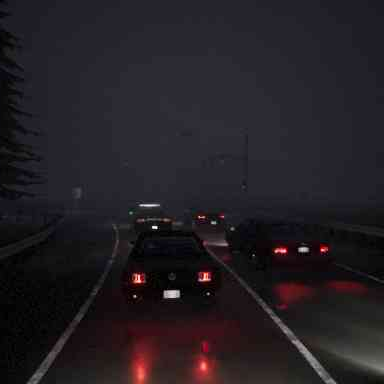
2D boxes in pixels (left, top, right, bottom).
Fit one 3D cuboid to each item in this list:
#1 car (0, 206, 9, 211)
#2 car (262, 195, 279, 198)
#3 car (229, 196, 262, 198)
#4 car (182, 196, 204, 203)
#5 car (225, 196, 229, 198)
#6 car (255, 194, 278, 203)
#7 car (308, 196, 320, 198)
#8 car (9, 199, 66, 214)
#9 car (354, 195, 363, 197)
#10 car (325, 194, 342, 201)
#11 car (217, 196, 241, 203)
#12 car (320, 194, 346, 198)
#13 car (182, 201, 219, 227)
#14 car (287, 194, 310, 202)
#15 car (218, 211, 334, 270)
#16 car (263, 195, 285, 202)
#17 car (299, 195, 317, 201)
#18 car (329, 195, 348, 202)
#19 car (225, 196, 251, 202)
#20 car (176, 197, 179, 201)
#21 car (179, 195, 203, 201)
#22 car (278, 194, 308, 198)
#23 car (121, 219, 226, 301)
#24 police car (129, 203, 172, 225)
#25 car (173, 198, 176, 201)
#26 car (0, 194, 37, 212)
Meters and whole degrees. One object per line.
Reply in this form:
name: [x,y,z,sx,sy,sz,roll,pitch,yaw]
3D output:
car: [-19.124,1.605,36.641,4.718,1.301,1.895,0,0,-21]
car: [17.764,1.540,69.334,5.357,1.411,2.033,0,0,-21]
car: [10.105,1.505,62.795,4.892,1.490,1.837,0,0,-20]
car: [0.291,1.553,70.236,4.181,1.385,1.994,0,0,-21]
car: [8.935,1.526,66.064,4.674,1.442,1.812,0,0,-20]
car: [16.178,1.355,72.477,4.553,1.767,2.097,0,0,-21]
car: [27.821,1.540,73.277,5.357,1.411,2.033,0,0,-23]
car: [-15.597,1.484,34.229,5.008,1.535,1.882,0,0,-21]
car: [40.543,1.540,80.807,5.357,1.411,2.033,0,0,-35]
car: [36.953,1.325,86.864,4.553,1.767,2.097,0,0,-35]
car: [7.757,1.524,69.307,4.674,1.442,1.812,0,0,-21]
car: [30.315,1.478,70.584,5.008,1.535,1.882,0,0,-23]
car: [0.666,1.526,20.513,1.812,1.442,4.674,0,0,-13]
car: [24.234,1.355,75.560,4.553,1.767,2.097,0,0,-21]
car: [2.535,1.547,11.113,2.033,1.411,5.357,0,0,-8]
car: [19.096,1.500,77.316,4.892,1.490,1.837,0,0,-21]
car: [28.359,1.553,81.313,4.181,1.385,1.994,0,0,-27]
car: [36.156,1.525,81.914,4.902,1.511,2.128,0,0,-35]
car: [10.255,1.540,73.987,5.357,1.411,2.033,0,0,-21]
car: [-0.096,1.352,62.715,4.553,1.767,2.097,0,0,-22]
car: [0.463,1.564,59.185,4.181,1.385,1.994,0,0,-21]
car: [20.270,1.526,66.538,4.674,1.442,1.812,0,0,-21]
car: [-0.606,1.601,8.357,1.895,1.301,4.718,0,0,-6]
police car: [-2.277,1.425,17.821,1.930,1.638,5.238,0,0,-13]
car: [-1.622,1.492,65.855,4.902,1.511,2.128,0,0,-20]
car: [-21.600,1.225,39.450,5.566,2.045,2.150,0,0,-21]
